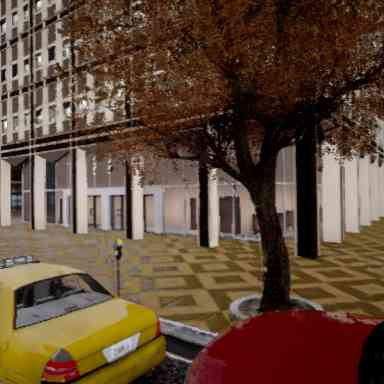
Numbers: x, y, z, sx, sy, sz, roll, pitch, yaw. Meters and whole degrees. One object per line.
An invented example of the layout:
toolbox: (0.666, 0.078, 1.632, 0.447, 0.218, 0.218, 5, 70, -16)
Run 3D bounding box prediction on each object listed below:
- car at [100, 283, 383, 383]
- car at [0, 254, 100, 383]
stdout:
car: (2.164, 1.304, 1.339, 5.009, 1.841, 2.192, -1, -1, 35)
car: (-2.594, 1.573, 4.729, 4.829, 1.417, 1.752, -1, -1, 35)
